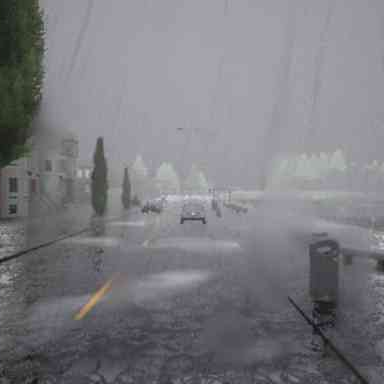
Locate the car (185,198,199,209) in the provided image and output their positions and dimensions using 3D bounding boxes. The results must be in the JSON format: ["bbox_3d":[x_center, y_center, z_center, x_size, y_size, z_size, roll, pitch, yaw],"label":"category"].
[{"bbox_3d":[0.043,1.580,45.465,1.895,1.301,4.718,0,0,1],"label":"car"}]

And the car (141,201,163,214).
[{"bbox_3d":[-4.089,1.585,34.513,1.895,1.301,4.718,0,0,0],"label":"car"}]

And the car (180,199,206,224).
[{"bbox_3d":[0.083,1.536,24.984,2.033,1.411,5.357,0,0,0],"label":"car"}]
